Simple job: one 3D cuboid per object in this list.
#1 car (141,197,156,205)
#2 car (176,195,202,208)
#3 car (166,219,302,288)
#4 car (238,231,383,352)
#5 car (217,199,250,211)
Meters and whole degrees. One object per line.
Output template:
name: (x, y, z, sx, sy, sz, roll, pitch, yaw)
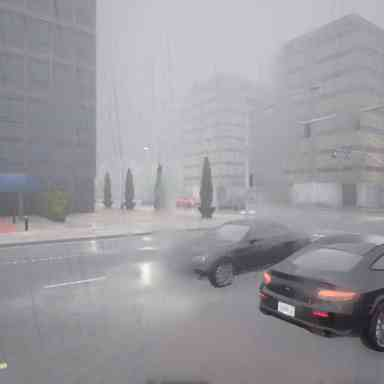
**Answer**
car: (-6.995, 1.564, 56.974, 1.994, 1.385, 4.181, 0, 0, -35)
car: (-0.423, 1.352, 47.574, 2.097, 1.767, 4.553, 0, 0, -35)
car: (1.499, 1.526, 9.401, 4.674, 1.442, 1.812, 0, 0, -35)
car: (3.247, 1.526, 6.136, 4.674, 1.442, 1.812, 0, 0, -35)
car: (4.958, 1.564, 39.895, 1.994, 1.385, 4.181, 0, 0, -35)
